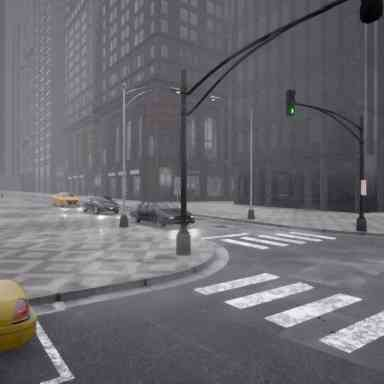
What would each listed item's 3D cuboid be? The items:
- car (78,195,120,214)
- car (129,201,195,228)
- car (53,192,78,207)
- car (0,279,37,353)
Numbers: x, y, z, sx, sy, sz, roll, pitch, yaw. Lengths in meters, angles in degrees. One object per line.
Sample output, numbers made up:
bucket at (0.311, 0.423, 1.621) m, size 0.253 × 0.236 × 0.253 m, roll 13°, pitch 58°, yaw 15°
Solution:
car at (-7.774, 1.011, 28.181) m, size 1.837 × 1.490 × 4.892 m, roll 0°, pitch 1°, yaw -36°
car at (-2.006, 1.236, 20.199) m, size 2.033 × 1.411 × 5.357 m, roll 0°, pitch 1°, yaw -36°
car at (-13.873, 0.798, 36.627) m, size 1.882 × 1.535 × 5.008 m, roll 0°, pitch 1°, yaw -35°
car at (-4.357, 1.525, 3.536) m, size 4.829 × 1.417 × 1.752 m, roll 0°, pitch 0°, yaw -36°
